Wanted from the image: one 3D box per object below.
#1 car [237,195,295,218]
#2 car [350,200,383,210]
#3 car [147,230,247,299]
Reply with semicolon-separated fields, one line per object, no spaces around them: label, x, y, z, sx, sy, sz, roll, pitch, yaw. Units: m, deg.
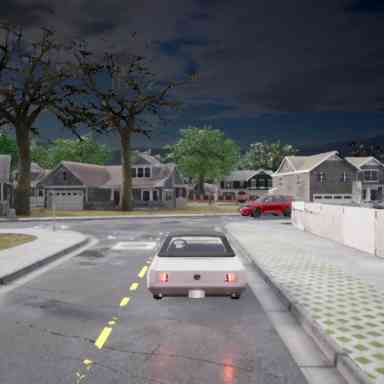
car;6.835;1.270;30.159;5.566;2.045;2.150;0;0;-20
car;16.957;1.597;33.589;4.892;1.490;1.837;0;0;-18
car;0.097;1.601;8.374;1.895;1.301;4.718;0;0;0
